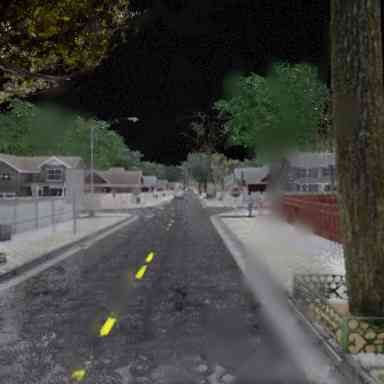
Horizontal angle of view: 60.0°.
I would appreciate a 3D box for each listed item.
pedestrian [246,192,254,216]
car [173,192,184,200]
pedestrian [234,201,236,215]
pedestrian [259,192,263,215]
[{"bbox_3d":[4.510,0.900,25.912,0.375,1.860,0.375,0,1,0],"label":"pedestrian"},{"bbox_3d":[-2.749,0.837,67.956,1.882,1.535,5.008,0,1,0],"label":"car"},{"bbox_3d":[3.510,1.271,27.116,0.500,1.100,0.500,0,1,0],"label":"pedestrian"},{"bbox_3d":[5.511,0.889,26.512,0.375,1.860,0.375,0,1,0],"label":"pedestrian"}]
